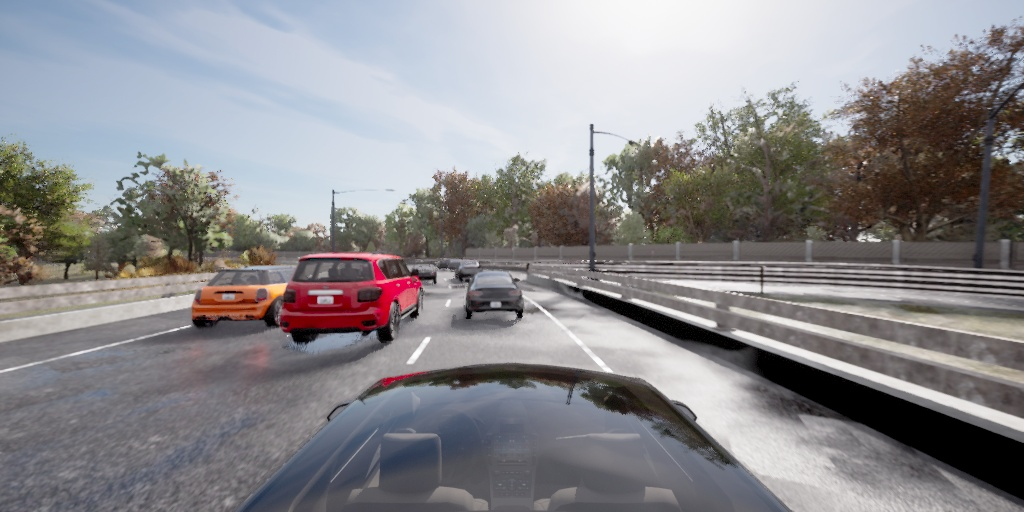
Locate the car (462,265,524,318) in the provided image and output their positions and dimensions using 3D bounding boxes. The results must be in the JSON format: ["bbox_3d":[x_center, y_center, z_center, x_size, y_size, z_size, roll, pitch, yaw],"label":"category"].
[{"bbox_3d":[-0.684,1.232,12.689,1.812,1.442,4.674,0,0,-5],"label":"car"}]

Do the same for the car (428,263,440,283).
[{"bbox_3d":[-6.621,1.270,26.809,1.895,1.301,4.718,0,0,-14],"label":"car"}]

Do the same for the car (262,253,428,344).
[{"bbox_3d":[-3.889,0.952,9.736,2.150,2.045,5.566,0,0,-5],"label":"car"}]

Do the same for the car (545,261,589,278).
[{"bbox_3d":[4.748,1.102,30.533,4.674,1.442,1.812,0,1,45],"label":"car"}]

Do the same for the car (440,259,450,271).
[{"bbox_3d":[-7.686,1.103,44.826,2.033,1.411,5.357,0,0,-36],"label":"car"}]

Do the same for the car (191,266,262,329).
[{"bbox_3d":[-7.608,1.087,11.500,2.097,1.767,4.553,0,0,-5],"label":"car"}]

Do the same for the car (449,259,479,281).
[{"bbox_3d":[-3.512,1.139,28.590,2.128,1.511,4.902,0,0,-14],"label":"car"}]
